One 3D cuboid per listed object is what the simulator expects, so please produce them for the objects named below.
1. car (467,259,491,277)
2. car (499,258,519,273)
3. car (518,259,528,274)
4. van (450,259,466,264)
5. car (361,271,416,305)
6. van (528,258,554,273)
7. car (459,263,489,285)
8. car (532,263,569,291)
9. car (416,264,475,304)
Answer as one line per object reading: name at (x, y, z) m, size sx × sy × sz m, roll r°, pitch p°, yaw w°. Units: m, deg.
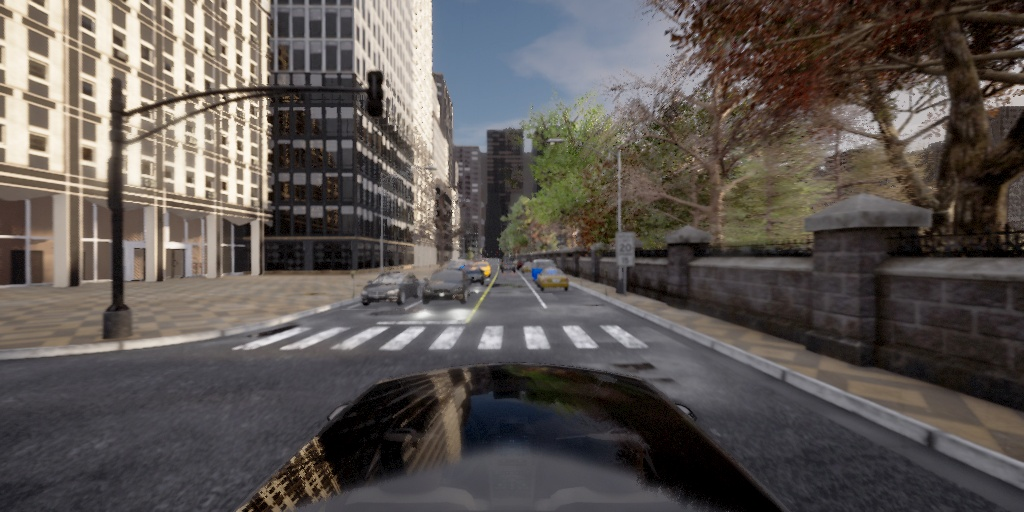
car at (-3.178, 1.373, 37.357) m, size 1.882 × 1.535 × 5.008 m, roll 0°, pitch 0°, yaw -1°
car at (-0.466, 1.398, 47.228) m, size 2.128 × 1.511 × 4.902 m, roll 0°, pitch 0°, yaw -1°
car at (2.078, 1.407, 44.543) m, size 1.751 × 1.417 × 4.829 m, roll 0°, pitch 0°, yaw -1°
van at (-5.824, 1.258, 38.579) m, size 1.690 × 1.789 × 3.998 m, roll 0°, pitch 0°, yaw -1°
car at (-5.375, 1.394, 16.398) m, size 2.007 × 1.370 × 4.403 m, roll 0°, pitch 0°, yaw 0°
van at (2.382, 1.169, 27.743) m, size 1.690 × 1.789 × 3.998 m, roll 0°, pitch 0°, yaw -1°
car at (-3.038, 1.426, 26.930) m, size 1.994 × 1.385 × 4.181 m, roll 0°, pitch 0°, yaw -2°
car at (2.449, 1.335, 22.368) m, size 1.751 × 1.417 × 4.829 m, roll 0°, pitch 0°, yaw -1°
car at (-2.959, 1.334, 16.950) m, size 1.837 × 1.490 × 4.892 m, roll 0°, pitch 0°, yaw -3°
